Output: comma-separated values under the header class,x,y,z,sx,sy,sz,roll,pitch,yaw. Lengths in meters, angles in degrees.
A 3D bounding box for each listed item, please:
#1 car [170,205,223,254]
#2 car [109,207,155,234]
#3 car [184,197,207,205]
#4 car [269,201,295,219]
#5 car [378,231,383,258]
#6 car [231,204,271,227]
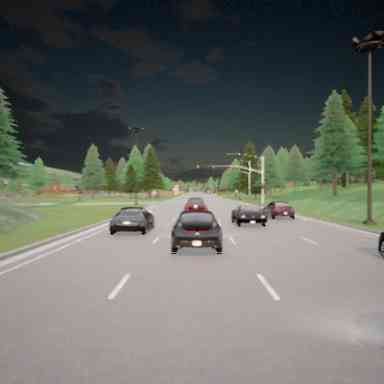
class,x,y,z,sx,sy,sz,roll,pitch,yaw
car,0.185,1.475,13.420,1.837,1.490,4.892,0,0,0
car,-3.277,1.520,18.766,1.994,1.385,4.181,0,0,0
car,0.315,1.287,31.125,2.097,1.767,4.553,0,0,0
car,7.293,1.475,28.121,1.812,1.442,4.674,0,0,0
car,7.156,1.480,9.249,2.128,1.511,4.902,0,0,0
car,3.752,1.557,22.647,1.895,1.301,4.718,0,0,0
